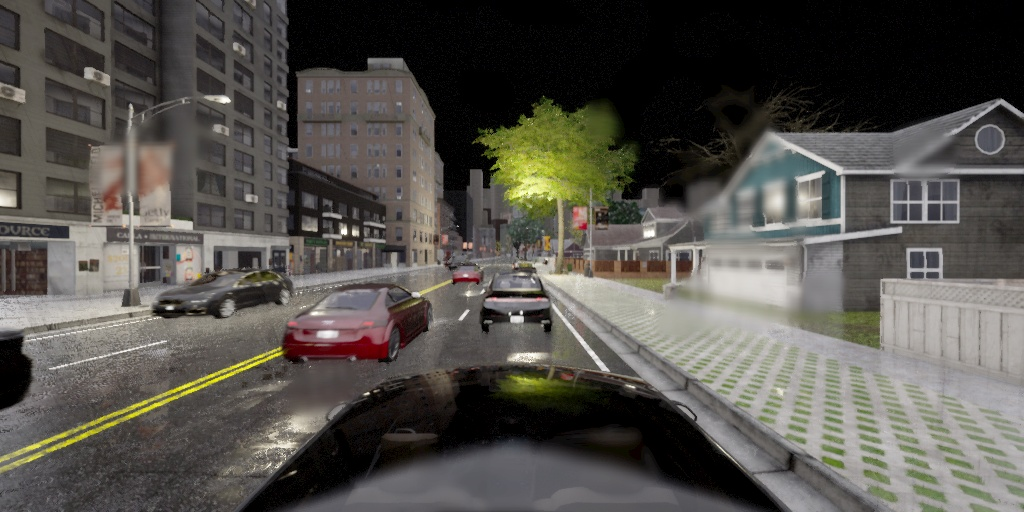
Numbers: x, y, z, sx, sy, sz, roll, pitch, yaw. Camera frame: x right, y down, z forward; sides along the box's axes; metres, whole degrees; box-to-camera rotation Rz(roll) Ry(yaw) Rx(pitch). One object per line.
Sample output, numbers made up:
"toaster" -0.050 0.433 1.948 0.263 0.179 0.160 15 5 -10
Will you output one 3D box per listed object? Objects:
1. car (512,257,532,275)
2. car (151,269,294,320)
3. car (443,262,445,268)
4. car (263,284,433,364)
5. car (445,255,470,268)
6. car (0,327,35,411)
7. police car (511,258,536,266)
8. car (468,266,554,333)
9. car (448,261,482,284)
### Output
"car" 1.016 1.055 39.336 2.097 1.767 4.553 0 0 0
"car" -9.837 1.247 12.733 1.837 1.490 4.892 0 0 0
"car" -9.769 1.025 58.318 2.097 1.767 4.553 0 0 0
"car" -3.142 1.310 8.125 1.994 1.385 4.181 0 0 0
"car" -6.553 0.913 45.514 2.150 2.045 5.566 0 0 0
"car" -6.597 1.228 2.050 1.882 1.535 5.008 0 0 0
"police car" 1.006 1.146 29.476 1.930 1.638 5.238 0 0 0
"car" 0.113 1.236 10.669 2.128 1.511 4.902 0 0 0
"car" -3.124 1.289 26.281 1.994 1.385 4.181 0 0 0
